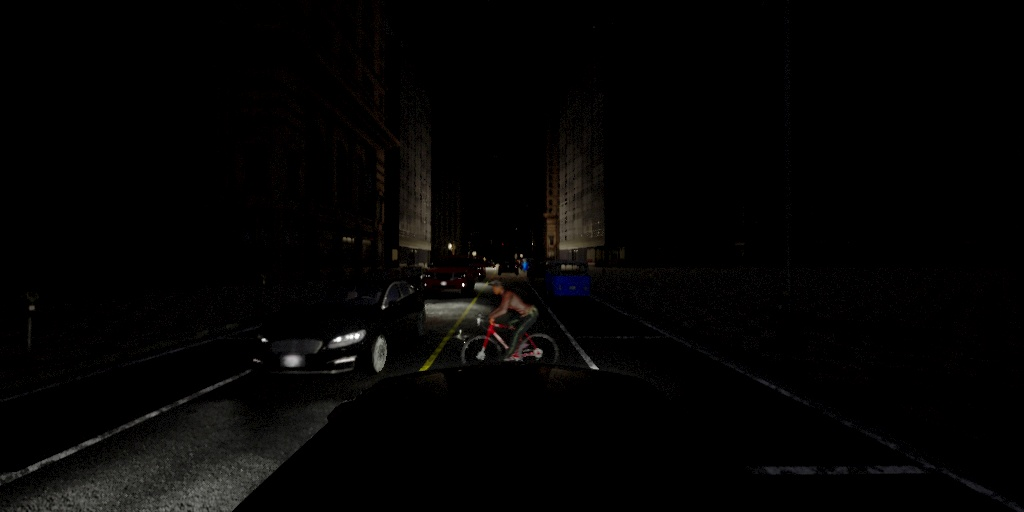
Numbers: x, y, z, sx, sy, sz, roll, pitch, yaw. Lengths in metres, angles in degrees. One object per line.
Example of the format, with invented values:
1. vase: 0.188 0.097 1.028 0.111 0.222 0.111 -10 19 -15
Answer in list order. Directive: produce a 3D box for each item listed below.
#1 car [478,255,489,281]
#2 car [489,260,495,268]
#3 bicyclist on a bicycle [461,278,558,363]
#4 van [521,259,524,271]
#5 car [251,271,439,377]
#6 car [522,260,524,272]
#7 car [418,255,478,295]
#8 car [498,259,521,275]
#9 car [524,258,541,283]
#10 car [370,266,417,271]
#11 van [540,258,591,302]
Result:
1. car: -3.408 0.964 30.366 2.150 2.045 5.566 0 0 0
2. car: -3.843 1.363 60.032 1.994 1.385 4.181 0 0 -1
3. bicyclist on a bicycle: -0.050 1.199 6.051 1.656 1.620 0.582 -2 0 -1
4. van: 2.119 1.098 44.032 1.690 1.789 3.998 0 0 -1
5. car: -3.158 1.237 7.561 2.128 1.511 4.902 0 0 -1
6. car: 2.266 1.295 33.113 2.007 1.370 4.403 0 0 -1
7. car: -3.316 0.961 19.903 2.150 2.045 5.566 0 0 -1
8. car: -0.391 1.104 38.549 2.097 1.767 4.553 0 0 -1
9. car: 2.340 1.056 27.654 2.192 1.841 5.009 0 0 -1
10. car: -6.038 1.285 16.629 1.888 1.381 4.507 0 0 -1
11. van: 2.487 1.080 16.735 1.690 1.789 3.998 0 0 -1
